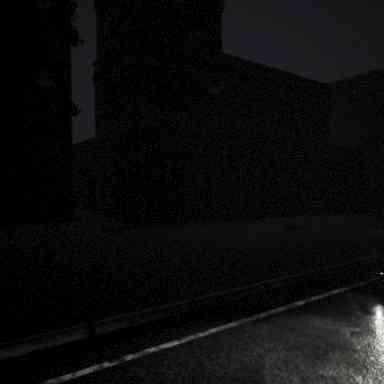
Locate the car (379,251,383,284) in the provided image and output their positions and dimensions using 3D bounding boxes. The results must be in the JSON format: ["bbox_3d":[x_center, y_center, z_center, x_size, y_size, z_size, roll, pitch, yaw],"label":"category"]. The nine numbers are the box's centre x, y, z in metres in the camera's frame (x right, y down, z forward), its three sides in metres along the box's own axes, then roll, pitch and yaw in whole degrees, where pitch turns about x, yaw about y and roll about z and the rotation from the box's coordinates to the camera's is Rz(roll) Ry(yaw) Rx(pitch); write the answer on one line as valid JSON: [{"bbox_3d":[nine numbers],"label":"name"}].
[{"bbox_3d":[6.320,1.436,7.888,4.902,1.511,2.128,0,0,-36],"label":"car"}]
